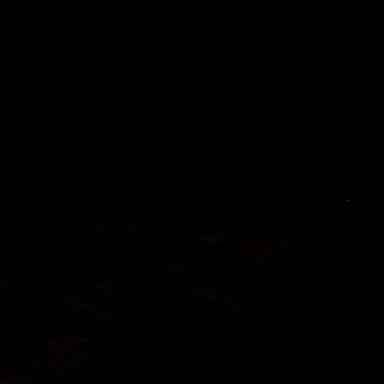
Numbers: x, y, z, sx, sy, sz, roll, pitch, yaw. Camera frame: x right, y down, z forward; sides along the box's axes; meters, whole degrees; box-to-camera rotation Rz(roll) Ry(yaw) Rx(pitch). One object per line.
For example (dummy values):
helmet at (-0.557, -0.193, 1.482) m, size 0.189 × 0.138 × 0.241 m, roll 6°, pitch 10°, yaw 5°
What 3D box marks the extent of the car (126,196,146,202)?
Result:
car at (-14.352, 1.703, 84.753) m, size 5.008 × 1.535 × 1.882 m, roll 1°, pitch 0°, yaw -11°
